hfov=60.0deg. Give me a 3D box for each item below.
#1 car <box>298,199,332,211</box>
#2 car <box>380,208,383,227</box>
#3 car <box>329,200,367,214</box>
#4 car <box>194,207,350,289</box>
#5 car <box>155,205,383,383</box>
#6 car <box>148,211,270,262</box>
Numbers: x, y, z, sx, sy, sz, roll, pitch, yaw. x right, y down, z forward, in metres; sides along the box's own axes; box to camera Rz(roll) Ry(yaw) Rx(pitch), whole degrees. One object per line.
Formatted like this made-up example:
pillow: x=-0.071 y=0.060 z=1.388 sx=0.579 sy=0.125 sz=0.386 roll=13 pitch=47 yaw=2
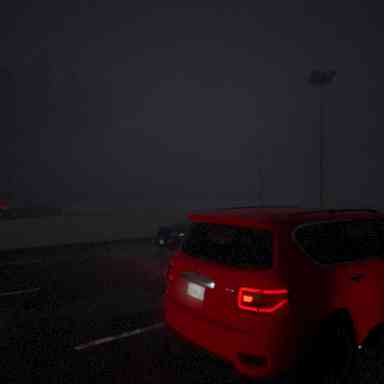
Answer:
car: x=17.494 y=1.775 z=47.263 sx=4.902 sy=1.511 sz=2.128 roll=0 pitch=0 yaw=-36
car: x=15.591 y=1.772 z=23.914 sx=4.718 sy=1.301 sz=1.895 roll=0 pitch=0 yaw=-36
car: x=18.409 y=1.729 z=39.257 sx=5.008 sy=1.535 sz=1.882 roll=1 pitch=-1 yaw=-36
car: x=2.507 y=1.407 z=9.981 sx=4.553 sy=1.767 sz=2.097 roll=0 pitch=0 yaw=-36
car: x=2.213 y=1.255 z=5.419 sx=5.566 sy=2.045 sz=2.150 roll=0 pitch=0 yaw=-36
car: x=0.797 y=1.588 z=13.060 sx=4.674 sy=1.442 sz=1.812 roll=0 pitch=0 yaw=-36
